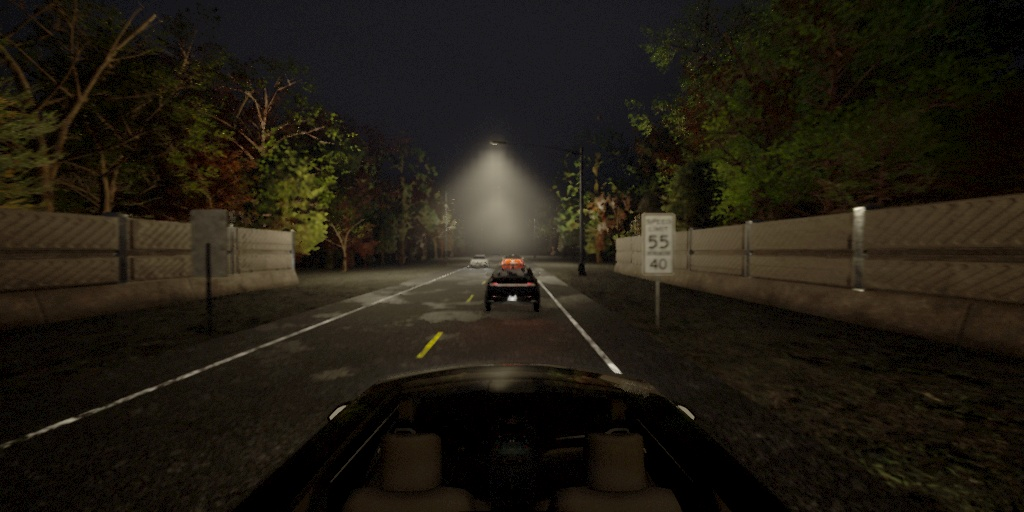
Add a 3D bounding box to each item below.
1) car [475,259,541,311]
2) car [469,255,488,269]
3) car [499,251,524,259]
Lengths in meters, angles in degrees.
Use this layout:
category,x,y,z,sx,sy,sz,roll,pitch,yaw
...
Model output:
category,x,y,z,sx,sy,sz,roll,pitch,yaw
car,0.029,1.052,13.376,2.128,1.511,4.902,0,1,0
car,-3.582,0.623,39.908,1.812,1.442,4.674,0,1,0
car,0.085,0.545,34.637,2.097,1.767,4.553,0,1,0
